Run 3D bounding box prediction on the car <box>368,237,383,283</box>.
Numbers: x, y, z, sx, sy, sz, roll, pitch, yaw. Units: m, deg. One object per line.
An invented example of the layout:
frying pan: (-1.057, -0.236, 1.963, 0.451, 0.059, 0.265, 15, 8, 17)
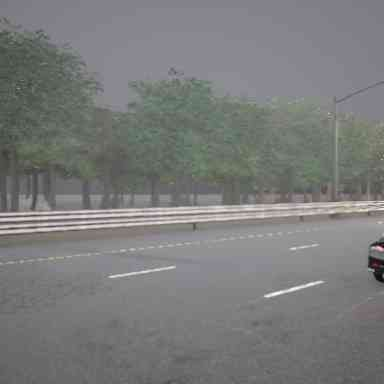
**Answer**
car: (6.355, 1.494, 8.405, 4.902, 1.511, 2.128, 0, 0, -35)
